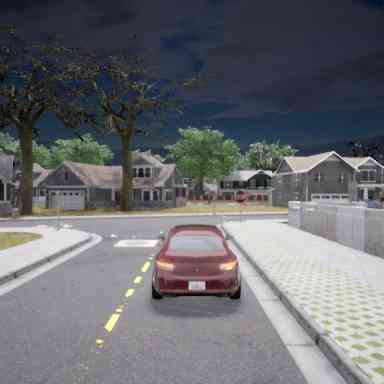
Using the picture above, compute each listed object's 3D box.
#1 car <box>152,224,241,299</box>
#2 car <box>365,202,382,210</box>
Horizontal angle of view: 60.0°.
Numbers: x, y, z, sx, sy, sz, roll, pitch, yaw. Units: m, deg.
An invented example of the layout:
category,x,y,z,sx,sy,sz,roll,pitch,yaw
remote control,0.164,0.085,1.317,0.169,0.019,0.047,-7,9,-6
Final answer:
category,x,y,z,sx,sy,sz,roll,pitch,yaw
car,0.087,1.525,8.295,1.812,1.442,4.674,0,0,0
car,16.820,1.620,31.154,5.357,1.411,2.033,0,0,-17
